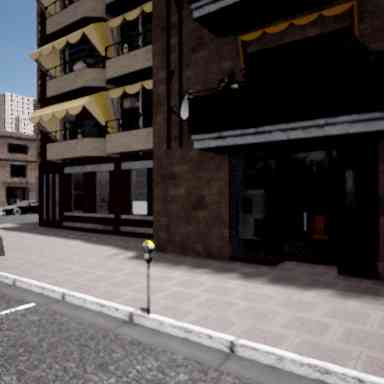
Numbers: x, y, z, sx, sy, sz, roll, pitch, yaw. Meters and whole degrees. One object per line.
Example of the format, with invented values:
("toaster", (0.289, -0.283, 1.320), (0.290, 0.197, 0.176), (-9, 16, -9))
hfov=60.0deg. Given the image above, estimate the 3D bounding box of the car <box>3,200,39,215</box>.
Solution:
("car", (-15.983, 1.474, 32.400), (1.947, 1.339, 4.313), (0, 1, 35))
